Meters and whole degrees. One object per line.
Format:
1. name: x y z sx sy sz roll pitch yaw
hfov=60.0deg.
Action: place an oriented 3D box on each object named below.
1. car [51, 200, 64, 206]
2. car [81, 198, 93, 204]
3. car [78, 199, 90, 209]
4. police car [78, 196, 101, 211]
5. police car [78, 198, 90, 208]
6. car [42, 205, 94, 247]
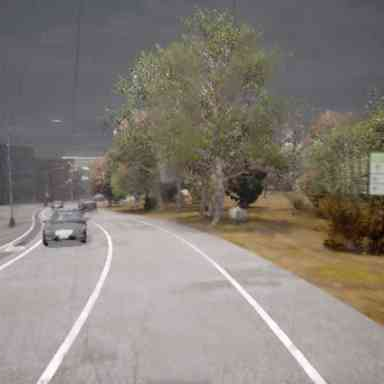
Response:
1. car: -22.707 2.134 56.265 2.128 1.511 4.902 -2 0 -19
2. car: -24.641 2.047 78.450 1.895 1.301 4.718 -1 0 -7
3. car: -18.253 2.015 56.215 1.812 1.442 4.674 -2 0 -19
4. police car: -14.687 1.822 47.166 1.930 1.638 5.238 -3 0 -24
5. police car: -20.090 1.949 61.930 1.930 1.638 5.238 -2 0 -16
6. car: -6.051 1.638 16.235 2.128 1.511 4.902 -2 0 -17
